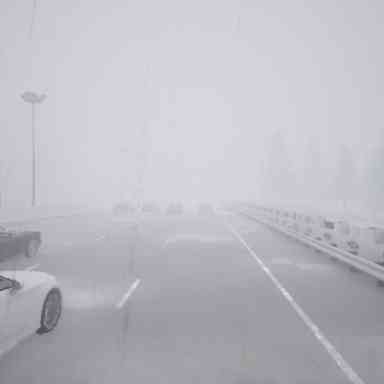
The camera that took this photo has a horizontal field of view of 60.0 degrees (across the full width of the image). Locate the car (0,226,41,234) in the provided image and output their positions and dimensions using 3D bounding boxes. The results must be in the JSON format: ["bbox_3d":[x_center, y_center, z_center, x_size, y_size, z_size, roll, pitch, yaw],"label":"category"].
[{"bbox_3d":[-6.479,1.639,10.076,1.895,1.301,4.718,0,0,2],"label":"car"}]

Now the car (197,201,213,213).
[{"bbox_3d":[1.732,1.971,43.669,1.882,1.535,5.008,0,-1,2],"label":"car"}]

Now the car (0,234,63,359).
[{"bbox_3d":[-3.202,1.538,3.850,1.812,1.442,4.674,0,0,2],"label":"car"}]

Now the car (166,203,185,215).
[{"bbox_3d":[-1.936,1.960,38.962,2.033,1.411,5.357,0,-1,1],"label":"car"}]

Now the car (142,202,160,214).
[{"bbox_3d":[-5.296,1.985,43.172,2.128,1.511,4.902,0,-1,2],"label":"car"}]

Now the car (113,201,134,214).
[{"bbox_3d":[-8.801,1.998,42.943,1.837,1.490,4.892,0,-1,2],"label":"car"}]
